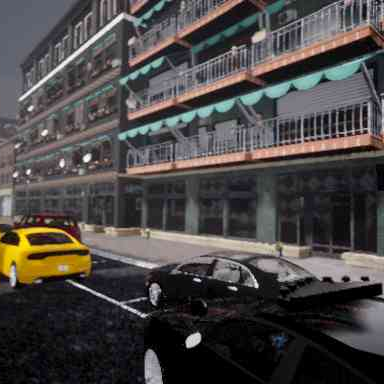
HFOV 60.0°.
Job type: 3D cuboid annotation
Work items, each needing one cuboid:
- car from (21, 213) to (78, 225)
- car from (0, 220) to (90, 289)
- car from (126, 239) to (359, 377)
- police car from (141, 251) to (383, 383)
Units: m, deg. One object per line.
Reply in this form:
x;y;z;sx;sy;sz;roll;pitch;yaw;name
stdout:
-6.801;1.872;15.213;2.192;1.841;5.009;4;-4;-42;car
-4.963;1.860;10.452;1.882;1.535;5.008;3;-3;-42;car
0.697;1.880;6.792;2.008;1.369;4.403;4;-4;-42;car
1.088;1.586;2.906;1.930;1.638;5.238;2;-2;-29;police car
